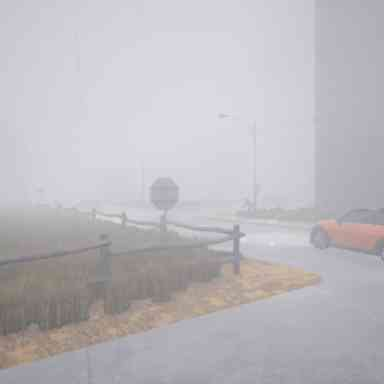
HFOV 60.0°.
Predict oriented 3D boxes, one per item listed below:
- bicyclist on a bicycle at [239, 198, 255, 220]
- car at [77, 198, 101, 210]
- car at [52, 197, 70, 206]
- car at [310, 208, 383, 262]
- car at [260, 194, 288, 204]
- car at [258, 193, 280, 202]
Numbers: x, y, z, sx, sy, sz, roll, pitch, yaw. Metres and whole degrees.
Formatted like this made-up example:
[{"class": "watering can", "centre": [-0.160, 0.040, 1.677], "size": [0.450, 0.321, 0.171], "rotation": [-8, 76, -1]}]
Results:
[{"class": "bicyclist on a bicycle", "centre": [4.112, 1.270, 24.802], "size": [1.656, 1.620, 0.582], "rotation": [0, 0, -36]}, {"class": "car", "centre": [-13.205, 1.454, 42.423], "size": [1.882, 1.535, 5.008], "rotation": [0, 0, -35]}, {"class": "car", "centre": [-20.684, 1.502, 52.689], "size": [1.812, 1.442, 4.674], "rotation": [0, 0, -37]}, {"class": "car", "centre": [6.353, 1.333, 11.853], "size": [2.097, 1.767, 4.553], "rotation": [0, 0, -20]}, {"class": "car", "centre": [13.536, 1.406, 54.568], "size": [2.242, 1.667, 4.611], "rotation": [0, 0, -36]}, {"class": "car", "centre": [17.058, 1.212, 73.534], "size": [1.932, 1.855, 4.605], "rotation": [0, 0, -36]}]
